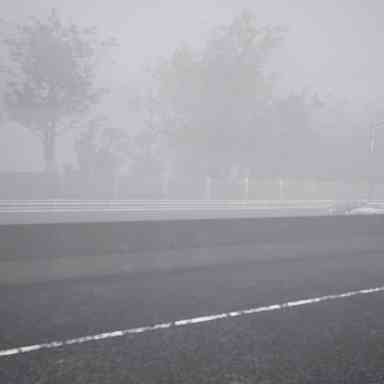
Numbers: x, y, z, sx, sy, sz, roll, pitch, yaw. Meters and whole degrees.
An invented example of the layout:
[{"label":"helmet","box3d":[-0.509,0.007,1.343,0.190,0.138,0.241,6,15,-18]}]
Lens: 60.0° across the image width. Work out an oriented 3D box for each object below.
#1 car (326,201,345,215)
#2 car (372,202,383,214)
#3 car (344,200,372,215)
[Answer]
[{"label":"car","box3d":[14.236,1.484,29.795,4.902,1.511,2.128,1,0,-25]},{"label":"car","box3d":[15.043,1.599,22.451,5.357,1.411,2.033,1,0,-25]},{"label":"car","box3d":[14.525,1.547,26.070,4.674,1.442,1.812,1,0,-25]}]
